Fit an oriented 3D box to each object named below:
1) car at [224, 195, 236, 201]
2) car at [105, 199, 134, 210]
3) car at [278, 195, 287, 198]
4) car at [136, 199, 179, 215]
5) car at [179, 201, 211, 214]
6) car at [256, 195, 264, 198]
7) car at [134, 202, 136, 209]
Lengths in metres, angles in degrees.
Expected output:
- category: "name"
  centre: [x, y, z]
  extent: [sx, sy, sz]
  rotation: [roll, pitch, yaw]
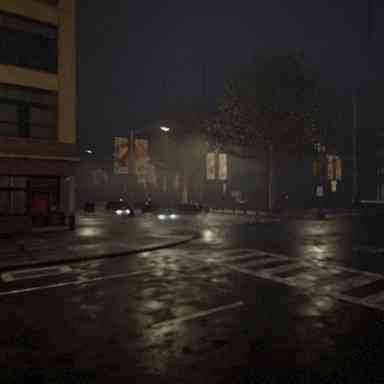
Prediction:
- category: "car"
  centre: [8.029, 1.422, 76.732]
  extent: [2.161, 1.482, 4.786]
  rotation: [0, 0, -36]
- category: "car"
  centre: [-9.428, 1.567, 42.082]
  extent: [1.994, 1.385, 4.181]
  rotation: [0, 0, -35]
- category: "car"
  centre: [18.497, 1.329, 69.238]
  extent: [2.002, 1.452, 4.674]
  rotation: [0, 0, -36]
- category: "car"
  centre: [-3.603, 1.567, 33.926]
  extent: [1.994, 1.385, 4.181]
  rotation: [0, 0, -36]
- category: "car"
  centre: [-0.109, 1.604, 35.057]
  extent: [1.895, 1.301, 4.718]
  rotation: [0, 0, -36]
- category: "car"
  centre: [17.687, 1.473, 83.171]
  extent: [1.895, 1.301, 4.718]
  rotation: [0, 0, -36]
- category: "car"
  centre: [-5.908, 1.567, 43.149]
  extent: [1.994, 1.385, 4.181]
  rotation: [0, 0, -37]
